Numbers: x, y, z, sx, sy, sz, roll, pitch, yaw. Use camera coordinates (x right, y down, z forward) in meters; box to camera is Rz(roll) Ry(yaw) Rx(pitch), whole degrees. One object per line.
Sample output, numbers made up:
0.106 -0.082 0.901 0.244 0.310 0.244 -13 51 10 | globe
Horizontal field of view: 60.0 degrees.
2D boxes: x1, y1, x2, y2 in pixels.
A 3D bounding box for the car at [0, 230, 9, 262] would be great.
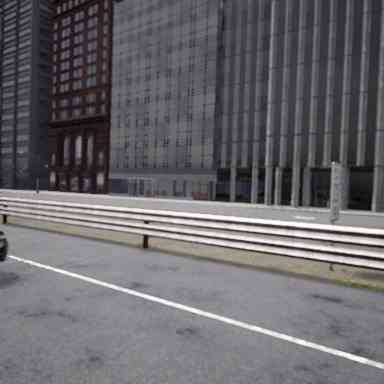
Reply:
-6.731 1.182 7.877 4.902 1.511 2.128 2 0 18 | car
